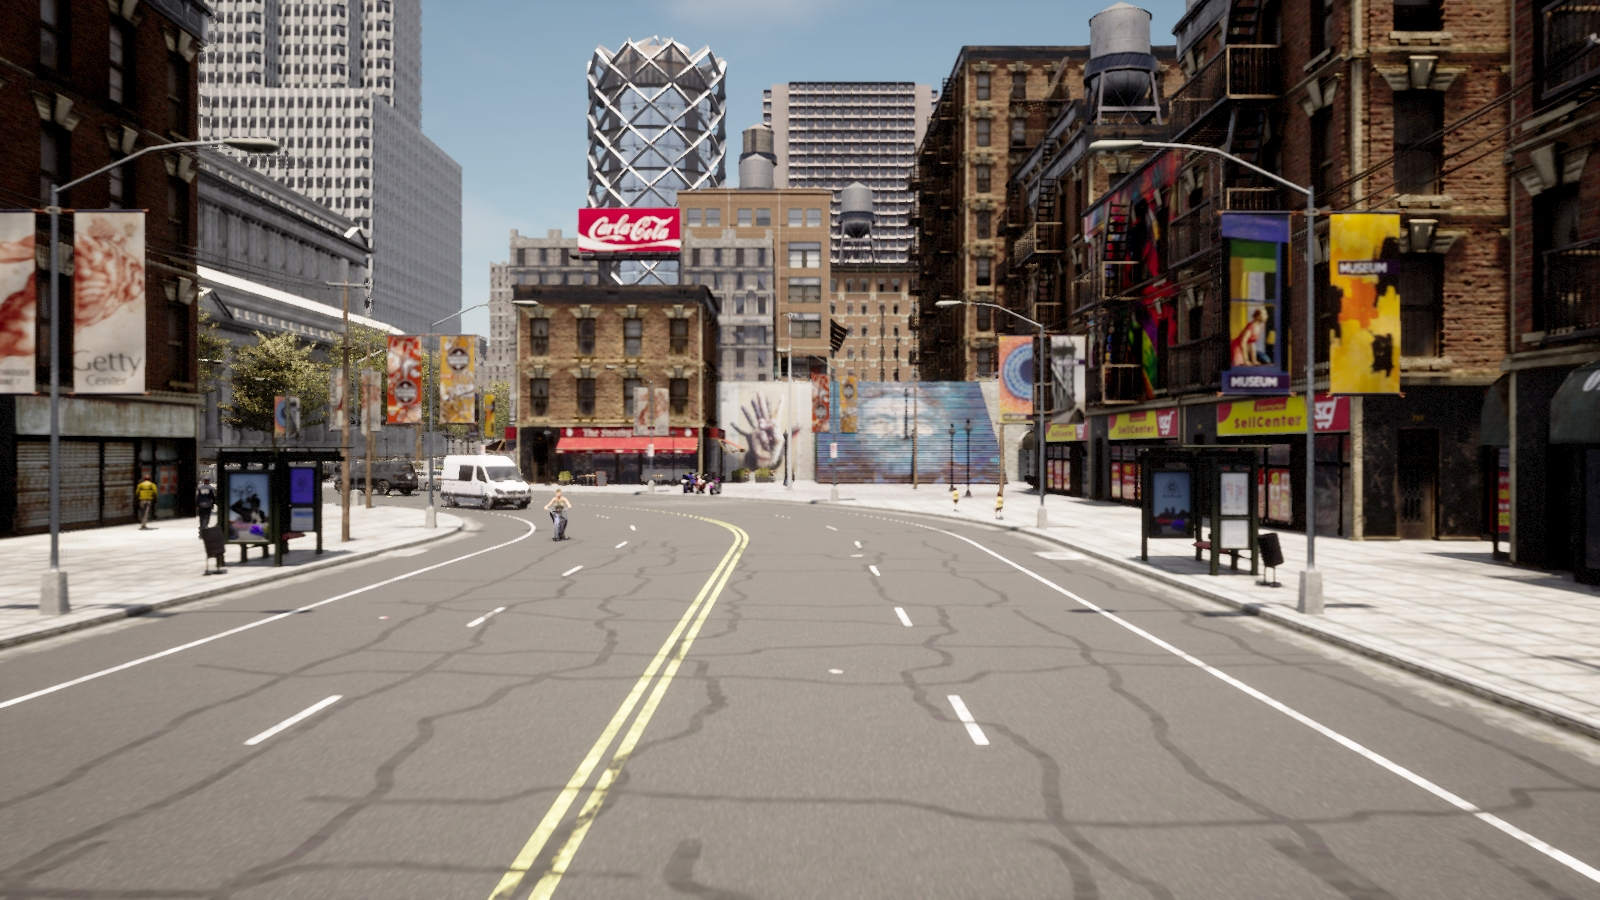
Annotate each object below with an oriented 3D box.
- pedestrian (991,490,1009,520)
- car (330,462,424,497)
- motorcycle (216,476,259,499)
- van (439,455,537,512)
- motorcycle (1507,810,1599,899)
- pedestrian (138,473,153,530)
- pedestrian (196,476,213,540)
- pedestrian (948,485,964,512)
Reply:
[{"bbox_3d":[7.545,2.076,43.090,0.500,1.100,0.500,0,0,-20],"label":"pedestrian"},{"bbox_3d":[-26.207,1.779,70.794,5.566,2.045,2.150,0,0,24],"label":"car"},{"bbox_3d":[-32.321,2.170,65.645,2.356,1.277,0.764,0,0,17],"label":"motorcycle"},{"bbox_3d":[-14.952,1.534,54.531,1.988,2.561,5.915,0,0,-43],"label":"van"},{"bbox_3d":[3.496,2.182,4.062,0.856,1.236,1.805,0,0,0],"label":"motorcycle"},{"bbox_3d":[-21.569,1.696,37.646,0.375,1.860,0.375,0,0,-20],"label":"pedestrian"},{"bbox_3d":[-17.580,1.696,33.743,0.375,1.860,0.375,0,0,-18],"label":"pedestrian"},{"bbox_3d":[6.692,2.076,48.943,0.500,1.100,0.500,0,0,-18],"label":"pedestrian"}]
